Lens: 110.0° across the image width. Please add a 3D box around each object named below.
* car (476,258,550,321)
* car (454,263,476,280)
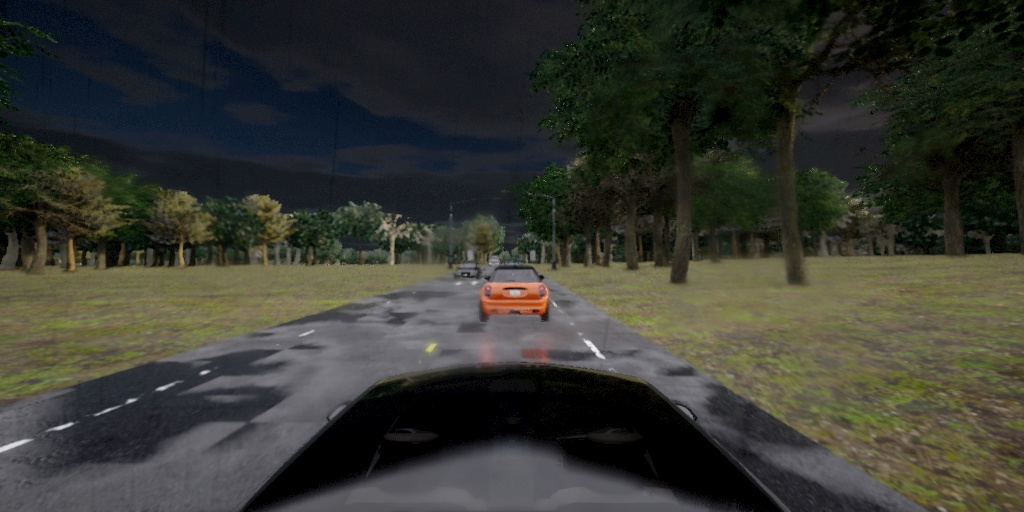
[{"bbox_3d":[0.093,1.086,12.492,2.097,1.767,4.553,0,0,0],"label":"car"},{"bbox_3d":[-3.597,1.281,29.880,1.994,1.385,4.181,0,0,0],"label":"car"}]
